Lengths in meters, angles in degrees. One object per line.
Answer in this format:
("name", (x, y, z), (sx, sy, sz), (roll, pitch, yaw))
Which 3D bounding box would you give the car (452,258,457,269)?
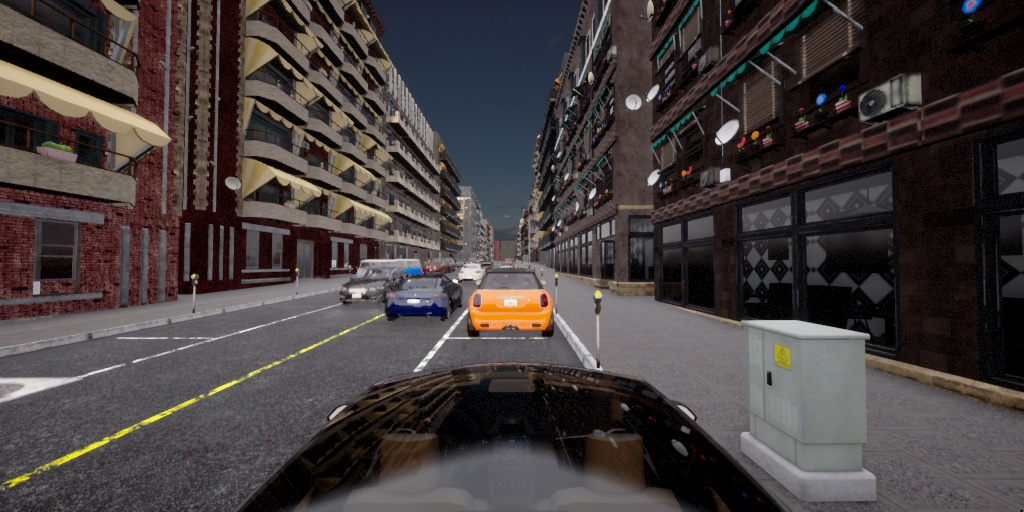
("car", (-8.337, 1.128, 44.724), (2.192, 1.841, 5.009), (0, 0, 0))

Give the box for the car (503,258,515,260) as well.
("car", (-0.447, 1.240, 39.134), (1.967, 1.591, 4.097), (0, 0, 0))

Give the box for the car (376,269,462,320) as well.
("car", (-2.922, 1.321, 12.651), (1.994, 1.385, 4.181), (0, 0, 0))

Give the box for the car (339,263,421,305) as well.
("car", (-5.871, 1.251, 16.015), (2.128, 1.511, 4.902), (0, 0, 0))

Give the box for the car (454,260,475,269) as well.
("car", (-3.031, 1.302, 27.744), (1.812, 1.442, 4.674), (0, 0, 0))

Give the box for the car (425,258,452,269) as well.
("car", (-8.337, 1.115, 39.194), (2.192, 1.841, 5.009), (0, 0, 0))

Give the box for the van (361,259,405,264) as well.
("van", (-8.336, 1.108, 22.602), (1.690, 1.789, 3.998), (0, 0, 0))

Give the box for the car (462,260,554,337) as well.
("car", (-0.033, 1.108, 10.473), (2.097, 1.767, 4.553), (0, 0, 0))

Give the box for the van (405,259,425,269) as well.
("van", (-8.336, 1.118, 28.134), (1.690, 1.789, 3.998), (0, 0, 0))
